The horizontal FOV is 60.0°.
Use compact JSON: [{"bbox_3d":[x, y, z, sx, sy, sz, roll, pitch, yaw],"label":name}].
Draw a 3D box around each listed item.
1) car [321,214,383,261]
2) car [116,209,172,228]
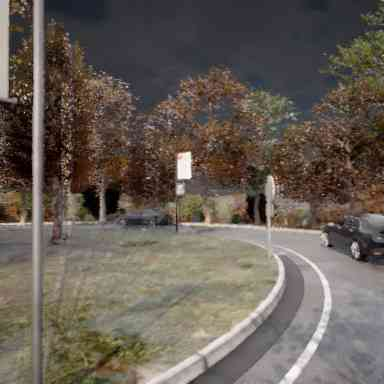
[{"bbox_3d":[6.470,1.590,12.544,1.837,1.490,4.892,1,-1,2],"label":"car"},{"bbox_3d":[-4.051,2.179,27.837,4.892,1.490,1.837,-1,-3,24],"label":"car"}]
